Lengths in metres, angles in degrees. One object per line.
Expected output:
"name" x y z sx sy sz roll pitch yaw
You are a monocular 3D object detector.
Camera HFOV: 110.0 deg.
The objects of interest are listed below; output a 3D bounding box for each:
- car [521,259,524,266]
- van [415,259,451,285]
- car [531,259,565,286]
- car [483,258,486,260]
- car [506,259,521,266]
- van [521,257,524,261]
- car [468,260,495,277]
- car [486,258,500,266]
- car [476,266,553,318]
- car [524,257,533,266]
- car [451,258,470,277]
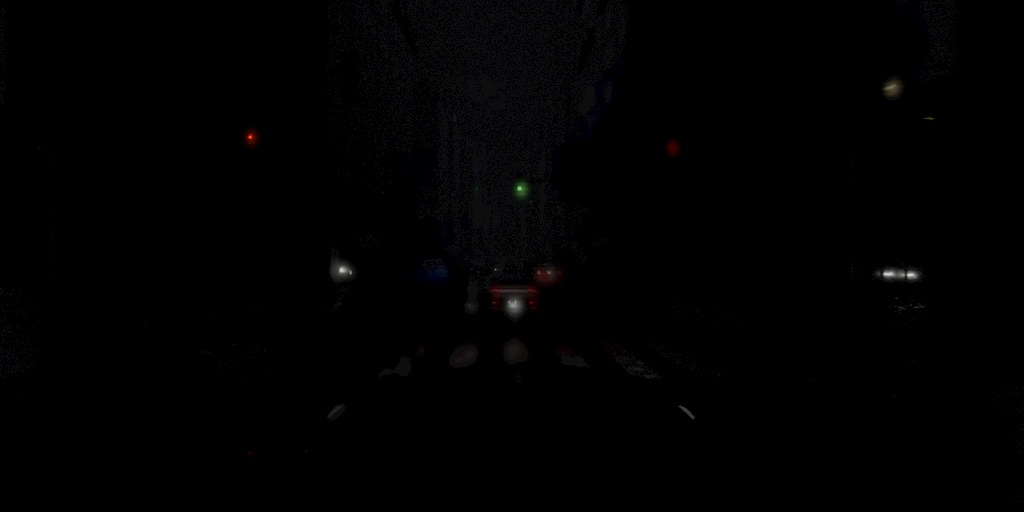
"car" 2.674 1.434 48.628 2.007 1.370 4.403 0 0 0
"van" -5.854 1.169 26.271 1.690 1.789 3.998 0 0 0
"car" 2.671 1.268 26.287 1.967 1.591 4.097 0 0 0
"car" -5.849 1.448 59.789 1.888 1.381 4.507 0 0 0
"car" 0.064 1.463 57.503 1.994 1.385 4.181 0 0 1
"van" 2.675 1.235 54.214 1.690 1.789 3.998 0 0 0
"car" -3.090 1.385 37.216 1.812 1.442 4.674 0 0 0
"car" -3.008 1.467 60.232 1.994 1.385 4.181 0 0 0
"car" 0.087 1.285 13.099 2.128 1.511 4.902 0 0 0
"car" 2.673 1.174 37.458 2.192 1.841 5.009 0 0 0
"car" -5.853 1.174 37.443 2.192 1.841 5.009 0 0 0
